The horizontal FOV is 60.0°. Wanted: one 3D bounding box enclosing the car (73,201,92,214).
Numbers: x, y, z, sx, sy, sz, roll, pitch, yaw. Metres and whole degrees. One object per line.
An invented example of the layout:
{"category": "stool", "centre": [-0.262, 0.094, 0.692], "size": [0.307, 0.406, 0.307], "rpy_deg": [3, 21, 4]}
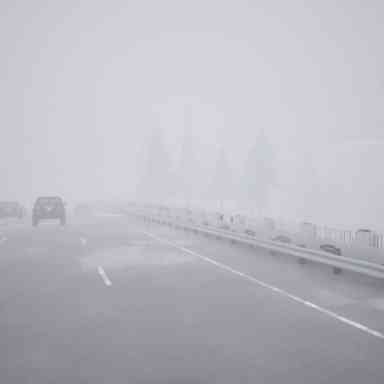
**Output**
{"category": "car", "centre": [-13.591, 1.887, 41.335], "size": [1.882, 1.535, 5.008], "rpy_deg": [0, -1, -22]}

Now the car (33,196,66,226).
{"category": "car", "centre": [-10.880, 1.398, 25.435], "size": [2.150, 2.045, 5.566], "rpy_deg": [0, -2, -22]}

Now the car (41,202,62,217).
{"category": "car", "centre": [-15.988, 1.923, 37.946], "size": [2.033, 1.411, 5.357], "rpy_deg": [0, -1, -22]}

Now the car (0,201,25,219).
{"category": "car", "centre": [-17.316, 1.655, 31.939], "size": [2.097, 1.767, 4.553], "rpy_deg": [0, -1, -22]}
